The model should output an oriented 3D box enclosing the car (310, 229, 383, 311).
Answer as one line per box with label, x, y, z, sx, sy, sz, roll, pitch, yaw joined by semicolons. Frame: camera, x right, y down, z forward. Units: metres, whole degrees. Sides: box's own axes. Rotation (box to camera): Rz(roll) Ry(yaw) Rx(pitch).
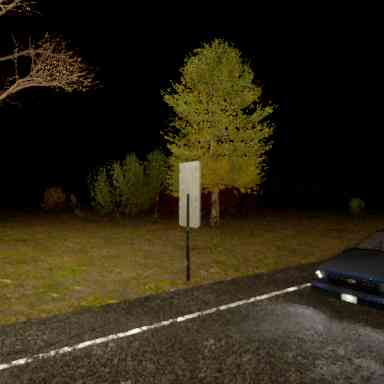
car;5.018;1.544;7.594;5.357;1.411;2.033;0;0;-36
